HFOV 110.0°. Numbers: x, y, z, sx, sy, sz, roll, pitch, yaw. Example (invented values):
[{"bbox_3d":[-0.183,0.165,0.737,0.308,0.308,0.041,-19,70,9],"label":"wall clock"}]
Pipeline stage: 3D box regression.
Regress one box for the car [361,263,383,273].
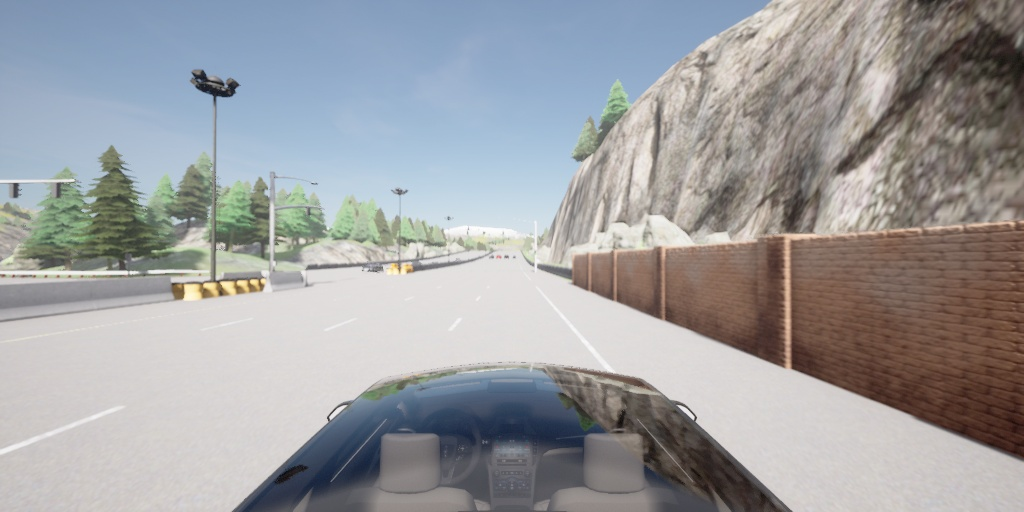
[{"bbox_3d":[-20.916,1.833,53.792,2.128,1.511,4.902,0,0,0],"label":"car"}]
